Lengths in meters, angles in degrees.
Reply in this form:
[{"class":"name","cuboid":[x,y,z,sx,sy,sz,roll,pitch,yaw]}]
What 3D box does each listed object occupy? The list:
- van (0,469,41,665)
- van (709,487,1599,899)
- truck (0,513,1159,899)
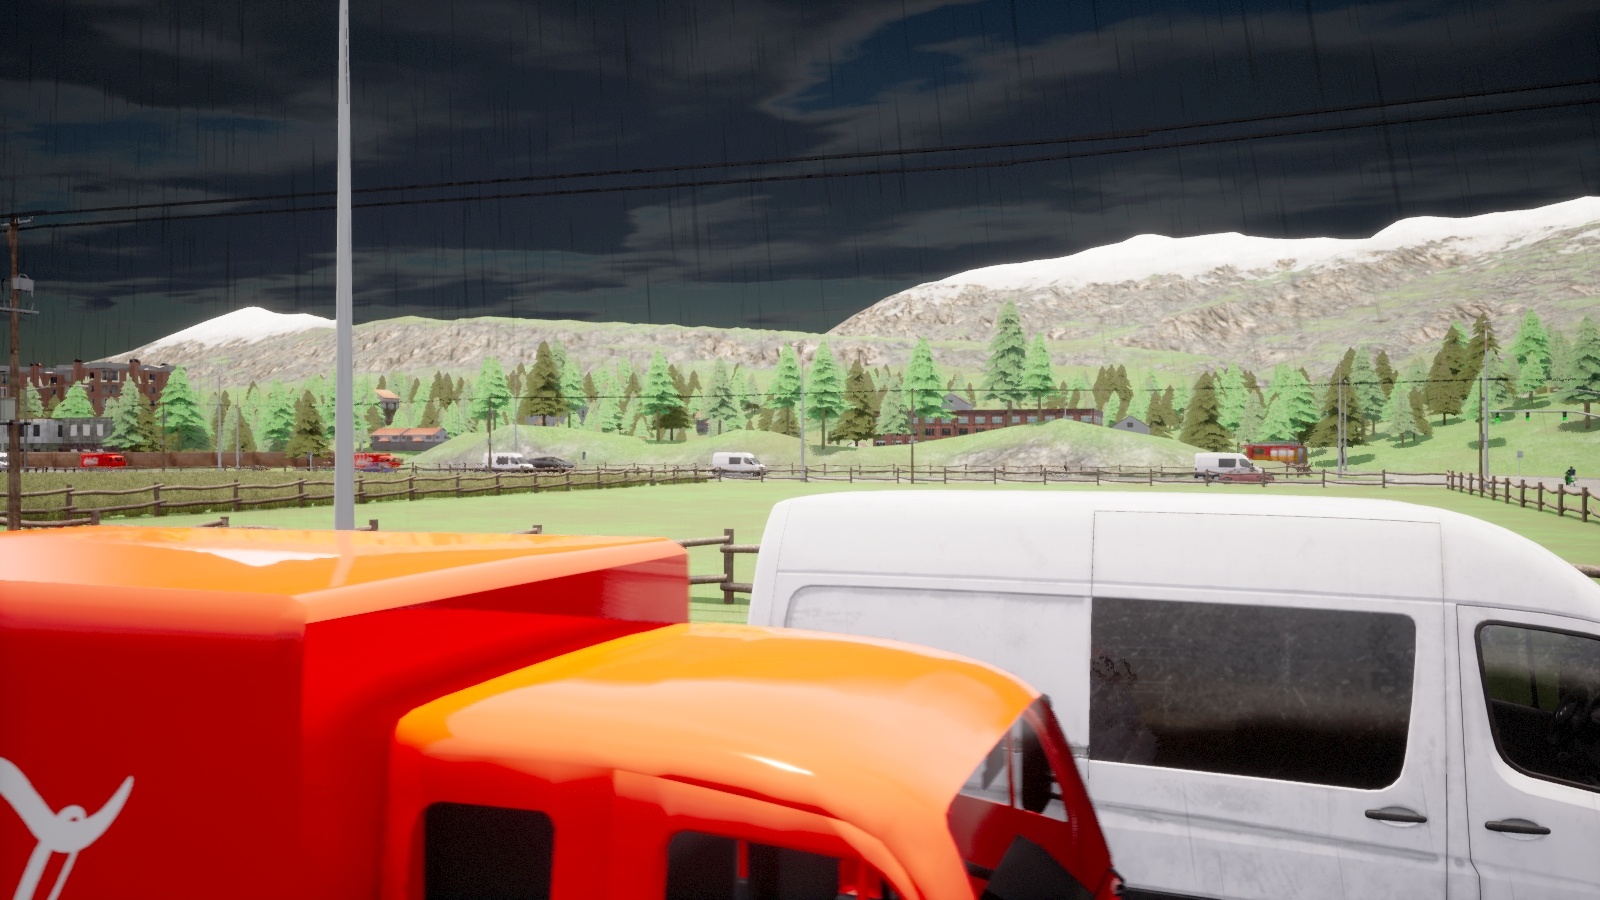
[{"class":"van","cuboid":[-13.451,1.546,15.638,5.915,2.561,1.988,0,0,20]},{"class":"van","cuboid":[2.633,1.535,6.060,5.915,2.561,1.988,0,0,20]},{"class":"truck","cuboid":[-1.560,1.570,3.991,5.204,2.467,2.627,0,0,21]}]
